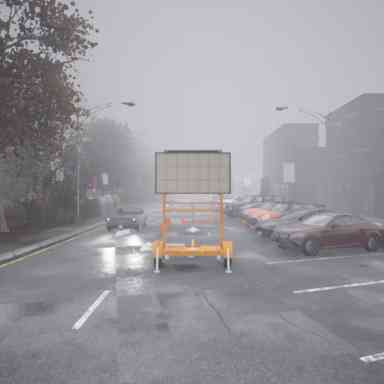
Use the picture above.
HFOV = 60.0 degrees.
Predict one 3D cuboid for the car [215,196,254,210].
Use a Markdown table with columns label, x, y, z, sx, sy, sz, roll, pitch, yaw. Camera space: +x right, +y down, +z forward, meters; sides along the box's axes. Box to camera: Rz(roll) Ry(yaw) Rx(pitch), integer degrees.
| label | x | y | z | sx | sy | sz | roll | pitch | yaw |
| --- | --- | --- | --- | --- | --- | --- | --- | --- | --- |
| car | 5.468 | 1.413 | 42.954 | 4.553 | 1.767 | 2.185 | 1 | 0 | -20 |

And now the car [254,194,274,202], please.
| label | x | y | z | sx | sy | sz | roll | pitch | yaw |
| --- | --- | --- | --- | --- | --- | --- | --- | --- | --- |
| car | 18.635 | 1.462 | 85.965 | 2.435 | 2.045 | 5.566 | 0 | 0 | -21 |

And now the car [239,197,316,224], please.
| label | x | y | z | sx | sy | sz | roll | pitch | yaw |
| --- | --- | --- | --- | --- | --- | --- | --- | --- | --- |
| car | 5.393 | 1.366 | 18.948 | 4.553 | 1.767 | 2.185 | 1 | 0 | -20 |

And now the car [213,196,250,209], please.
| label | x | y | z | sx | sy | sz | roll | pitch | yaw |
| --- | --- | --- | --- | --- | --- | --- | --- | --- | --- |
| car | 5.485 | 1.423 | 45.956 | 4.553 | 1.767 | 2.185 | 1 | 0 | -20 |

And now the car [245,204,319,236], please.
| label | x | y | z | sx | sy | sz | roll | pitch | yaw |
| --- | --- | --- | --- | --- | --- | --- | --- | --- | --- |
| car | 5.319 | 1.518 | 15.928 | 4.792 | 1.488 | 2.163 | 1 | 0 | -20 |

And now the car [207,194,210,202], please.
| label | x | y | z | sx | sy | sz | roll | pitch | yaw |
| --- | --- | --- | --- | --- | --- | --- | --- | --- | --- |
| car | 5.552 | 1.582 | 54.975 | 5.008 | 1.535 | 2.097 | 1 | -1 | -20 |

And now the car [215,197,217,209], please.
| label | x | y | z | sx | sy | sz | roll | pitch | yaw |
| --- | --- | --- | --- | --- | --- | --- | --- | --- | --- |
| car | 5.254 | 1.503 | 30.882 | 5.366 | 1.575 | 1.946 | 1 | 0 | -20 |

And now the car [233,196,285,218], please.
| label | x | y | z | sx | sy | sz | roll | pitch | yaw |
| --- | --- | --- | --- | --- | --- | --- | --- | --- | --- |
| car | 5.409 | 1.369 | 21.949 | 4.553 | 1.767 | 2.185 | 1 | 0 | -20 |

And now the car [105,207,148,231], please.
| label | x | y | z | sx | sy | sz | roll | pitch | yaw |
| --- | --- | --- | --- | --- | --- | --- | --- | --- | --- |
| car | -3.928 | 1.608 | 20.602 | 1.895 | 1.301 | 4.718 | 0 | 0 | 0 |

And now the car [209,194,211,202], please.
| label | x | y | z | sx | sy | sz | roll | pitch | yaw |
| --- | --- | --- | --- | --- | --- | --- | --- | --- | --- |
| car | 5.580 | 1.446 | 51.972 | 4.553 | 1.767 | 2.185 | 1 | 0 | -20 |

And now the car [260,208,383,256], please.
| label | x | y | z | sx | sy | sz | roll | pitch | yaw |
| --- | --- | --- | --- | --- | --- | --- | --- | --- | --- |
| car | 5.337 | 1.527 | 12.936 | 4.674 | 1.452 | 2.002 | 1 | 0 | -20 |

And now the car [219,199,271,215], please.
| label | x | y | z | sx | sy | sz | roll | pitch | yaw |
| --- | --- | --- | --- | --- | --- | --- | --- | --- | --- |
| car | 5.417 | 1.544 | 33.939 | 4.792 | 1.488 | 2.163 | 1 | 0 | -20 |

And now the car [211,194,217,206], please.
| label | x | y | z | sx | sy | sz | roll | pitch | yaw |
| --- | --- | --- | --- | --- | --- | --- | --- | --- | --- |
| car | 5.441 | 1.270 | 36.941 | 5.566 | 2.045 | 2.435 | 1 | 0 | -20 |

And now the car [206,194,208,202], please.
| label | x | y | z | sx | sy | sz | roll | pitch | yaw |
| --- | --- | --- | --- | --- | --- | --- | --- | --- | --- |
| car | 5.620 | 1.390 | 70.013 | 5.566 | 2.045 | 2.435 | 1 | 0 | -20 |

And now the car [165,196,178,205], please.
| label | x | y | z | sx | sy | sz | roll | pitch | yaw |
| --- | --- | --- | --- | --- | --- | --- | --- | --- | --- |
| car | -3.884 | 1.482 | 63.507 | 2.097 | 1.767 | 4.553 | 0 | 0 | 1 |

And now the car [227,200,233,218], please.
| label | x | y | z | sx | sy | sz | roll | pitch | yaw |
| --- | --- | --- | --- | --- | --- | --- | --- | --- | --- |
| car | 5.389 | 1.538 | 24.946 | 4.674 | 1.452 | 2.002 | 1 | 0 | -20 |

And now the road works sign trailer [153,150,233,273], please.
| label | x | y | z | sx | sy | sz | roll | pitch | yaw |
| --- | --- | --- | --- | --- | --- | --- | --- | --- | --- |
| road works sign trailer | 0.028 | 0.465 | 10.679 | 2.380 | 3.560 | 2.880 | 0 | 0 | 0 |

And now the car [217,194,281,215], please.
| label | x | y | z | sx | sy | sz | roll | pitch | yaw |
| --- | --- | --- | --- | --- | --- | --- | --- | --- | --- |
| car | 5.400 | 1.251 | 27.924 | 5.566 | 2.045 | 2.435 | 1 | 0 | -20 |
